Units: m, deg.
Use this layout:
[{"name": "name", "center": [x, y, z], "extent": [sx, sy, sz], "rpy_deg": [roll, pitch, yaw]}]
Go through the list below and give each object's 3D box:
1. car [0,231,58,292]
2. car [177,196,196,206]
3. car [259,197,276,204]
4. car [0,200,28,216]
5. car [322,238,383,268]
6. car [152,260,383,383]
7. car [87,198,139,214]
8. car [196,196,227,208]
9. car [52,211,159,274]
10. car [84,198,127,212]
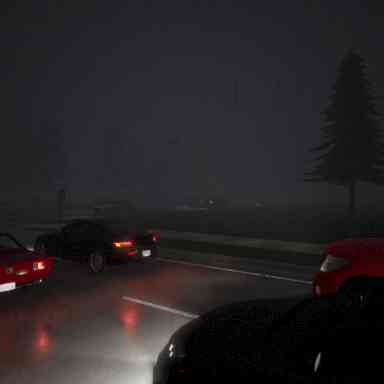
[{"name": "car", "center": [-5.450, 1.601, 7.916], "extent": [4.718, 1.301, 1.895], "rpy_deg": [0, 0, 36]}, {"name": "car", "center": [-0.350, 1.507, 54.048], "extent": [1.837, 1.490, 4.892], "rpy_deg": [0, -1, 37]}, {"name": "car", "center": [13.912, 1.572, 61.371], "extent": [1.994, 1.385, 4.181], "rpy_deg": [0, 0, 37]}, {"name": "car", "center": [-17.769, 1.525, 30.842], "extent": [1.812, 1.442, 4.674], "rpy_deg": [0, 0, 40]}, {"name": "car", "center": [4.755, 1.221, 4.873], "extent": [5.566, 2.045, 2.150], "rpy_deg": [0, 0, 36]}, {"name": "car", "center": [1.662, 1.564, 2.795], "extent": [4.181, 1.385, 1.994], "rpy_deg": [0, 0, 36]}, {"name": "car", "center": [-7.434, 1.478, 32.770], "extent": [1.882, 1.535, 5.008], "rpy_deg": [0, 0, 37]}, {"name": "car", "center": [3.095, 1.351, 46.950], "extent": [2.097, 1.767, 4.553], "rpy_deg": [0, 0, 37]}, {"name": "car", "center": [-3.115, 1.526, 10.545], "extent": [4.674, 1.442, 1.812], "rpy_deg": [0, 0, 36]}, {"name": "car", "center": [-10.426, 1.478, 40.486], "extent": [1.882, 1.535, 5.008], "rpy_deg": [0, 0, 37]}]
